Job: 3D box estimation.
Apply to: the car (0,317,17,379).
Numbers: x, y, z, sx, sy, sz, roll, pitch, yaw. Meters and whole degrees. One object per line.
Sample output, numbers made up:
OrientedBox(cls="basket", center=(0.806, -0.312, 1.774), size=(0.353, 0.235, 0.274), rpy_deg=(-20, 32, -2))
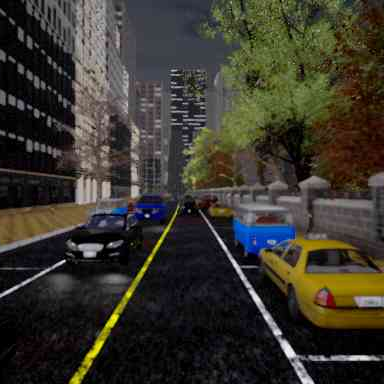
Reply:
OrientedBox(cls="car", center=(-2.857, 1.602, 1.441), size=(1.895, 1.301, 4.718), rpy_deg=(0, 0, 0))

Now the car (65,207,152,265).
OrientedBox(cls="car", center=(-2.897, 1.498, 11.850), size=(2.128, 1.511, 4.902), rpy_deg=(0, 0, 0))

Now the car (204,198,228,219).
OrientedBox(cls="car", center=(2.326, 1.536, 29.228), size=(1.752, 1.417, 4.829), rpy_deg=(0, 0, -1))

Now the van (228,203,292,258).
OrientedBox(cls="van", center=(2.517, 1.347, 12.426), size=(1.690, 1.788, 3.998), rpy_deg=(0, 0, 0))

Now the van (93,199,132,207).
OrientedBox(cls="van", center=(-5.616, 1.352, 23.318), size=(1.690, 1.788, 3.998), rpy_deg=(0, 0, -1))

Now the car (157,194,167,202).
OrientedBox(cls="car", center=(-7.125, 1.318, 78.779), size=(2.192, 1.841, 5.009), rpy_deg=(0, 0, -2))

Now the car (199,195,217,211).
OrientedBox(cls="car", center=(2.124, 1.326, 40.154), size=(2.192, 1.841, 5.009), rpy_deg=(0, 0, -1))

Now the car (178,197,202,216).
OrientedBox(cls="car", center=(-0.284, 1.537, 32.171), size=(1.812, 1.442, 4.674), rpy_deg=(0, 0, -1))

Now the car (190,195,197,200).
OrientedBox(cls="car", center=(0.433, 1.576, 90.058), size=(1.802, 1.307, 4.206), rpy_deg=(0, 0, -2))

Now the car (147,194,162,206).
OrientedBox(cls="car", center=(-6.327, 1.326, 56.597), size=(2.192, 1.841, 5.009), rpy_deg=(0, 0, -2))

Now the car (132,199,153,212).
OrientedBox(cls="car", center=(-5.898, 1.557, 39.958), size=(1.887, 1.381, 4.507), rpy_deg=(0, 0, -1))

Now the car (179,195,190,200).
OrientedBox(cls="car", center=(-2.104, 1.498, 93.104), size=(1.837, 1.490, 4.892), rpy_deg=(0, 0, 15))

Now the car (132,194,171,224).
OrientedBox(cls="car", center=(-3.016, 1.233, 24.971), size=(2.150, 2.045, 5.566), rpy_deg=(0, 0, -1))

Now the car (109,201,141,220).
OrientedBox(cls="car", center=(-5.694, 1.557, 28.864), size=(1.887, 1.381, 4.507), rpy_deg=(0, 0, -1))

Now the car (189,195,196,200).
OrientedBox(cls="car", center=(0.198, 1.556, 95.602), size=(1.947, 1.339, 4.313), rpy_deg=(0, 0, -2))

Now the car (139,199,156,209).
OrientedBox(cls="car", center=(-6.027, 1.595, 45.506), size=(1.802, 1.307, 4.206), rpy_deg=(0, 0, -1))

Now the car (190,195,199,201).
OrientedBox(cls="car", center=(0.667, 1.549, 84.513), size=(2.008, 1.369, 4.403), rpy_deg=(0, 0, -2))

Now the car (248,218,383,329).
OrientedBox(cls="car", center=(2.547, 1.529, 7.052), size=(1.752, 1.417, 4.829), rpy_deg=(0, 0, 0))

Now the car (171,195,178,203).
OrientedBox(cls="car", center=(-4.125, 1.459, 71.585), size=(2.128, 1.511, 4.902), rpy_deg=(0, 0, -2))
